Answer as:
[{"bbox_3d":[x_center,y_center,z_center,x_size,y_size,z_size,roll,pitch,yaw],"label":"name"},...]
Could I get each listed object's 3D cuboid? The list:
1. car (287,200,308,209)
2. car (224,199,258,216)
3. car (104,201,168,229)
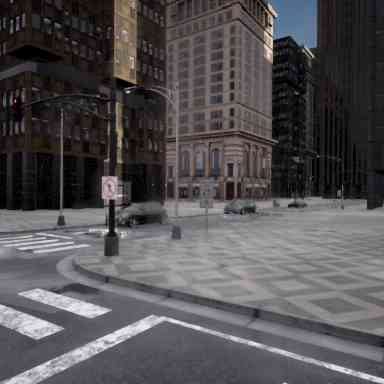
[{"bbox_3d":[15.991,1.912,50.250,1.895,1.301,4.718,1,0,35],"label":"car"},{"bbox_3d":[5.176,1.534,35.101,2.097,1.767,4.553,1,0,35],"label":"car"},{"bbox_3d":[-3.695,1.444,22.560,2.097,1.767,4.553,1,0,35],"label":"car"}]
